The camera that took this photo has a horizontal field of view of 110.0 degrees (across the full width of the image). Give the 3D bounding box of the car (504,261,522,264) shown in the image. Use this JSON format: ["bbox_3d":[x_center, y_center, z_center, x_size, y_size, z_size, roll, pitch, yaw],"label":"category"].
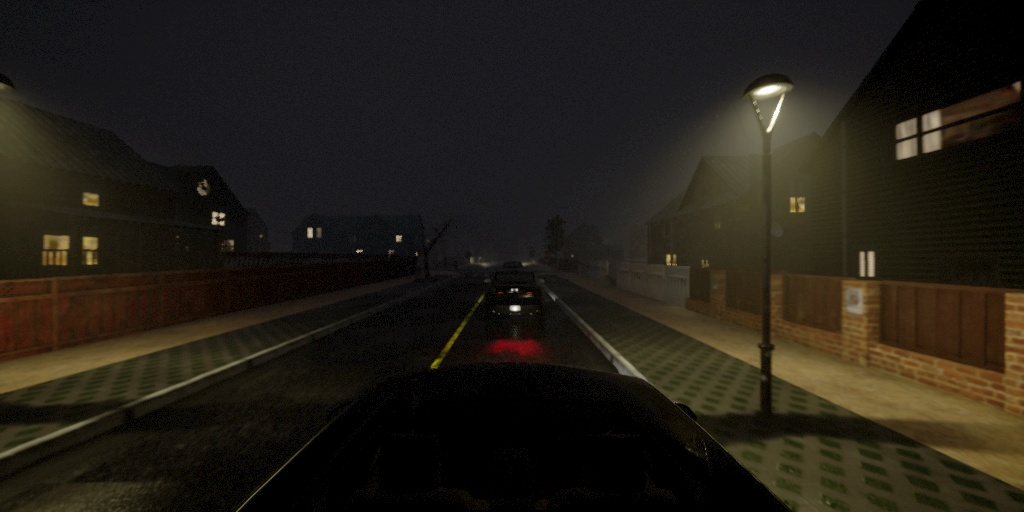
[{"bbox_3d":[0.060,1.131,26.554,1.837,1.490,4.892,0,0,0],"label":"car"}]

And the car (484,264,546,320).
[{"bbox_3d":[0.082,1.197,12.328,1.837,1.490,4.892,0,0,0],"label":"car"}]
